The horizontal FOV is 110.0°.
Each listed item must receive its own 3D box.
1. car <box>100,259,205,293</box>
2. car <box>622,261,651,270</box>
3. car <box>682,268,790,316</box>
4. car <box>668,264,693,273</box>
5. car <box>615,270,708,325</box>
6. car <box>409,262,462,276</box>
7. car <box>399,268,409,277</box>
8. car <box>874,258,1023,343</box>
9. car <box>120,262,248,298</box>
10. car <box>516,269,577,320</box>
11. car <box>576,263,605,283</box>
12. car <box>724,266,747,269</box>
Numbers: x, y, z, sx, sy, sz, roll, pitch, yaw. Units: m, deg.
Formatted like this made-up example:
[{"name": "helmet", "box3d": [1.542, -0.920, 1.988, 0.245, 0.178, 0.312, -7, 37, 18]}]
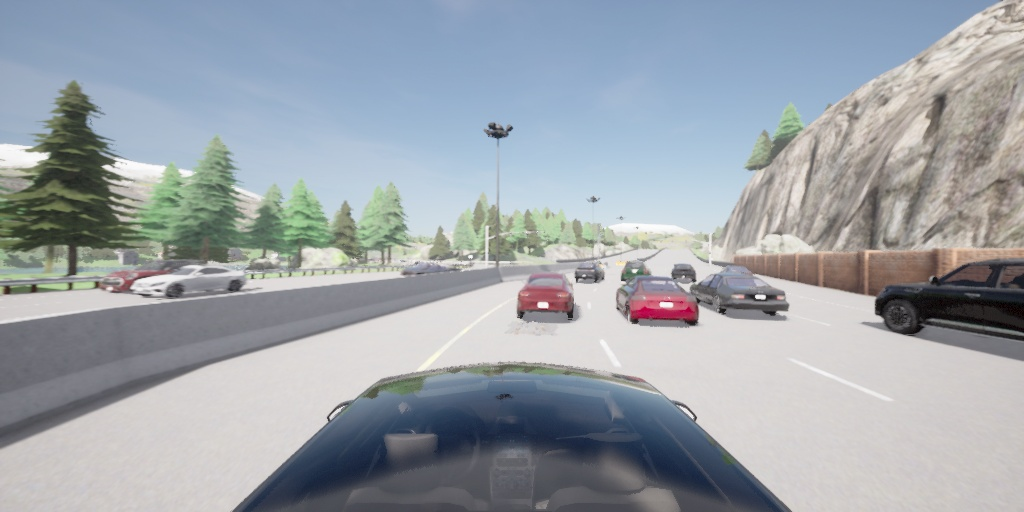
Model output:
[{"name": "car", "box3d": [-18.900, 0.993, 19.443, 2.097, 1.767, 4.553, 0, 0, 12]}, {"name": "car", "box3d": [10.118, 1.210, 29.186, 2.097, 1.767, 4.553, 0, 0, 23]}, {"name": "car", "box3d": [8.513, 1.373, 13.974, 2.033, 1.411, 5.357, 0, 0, 12]}, {"name": "car", "box3d": [14.342, 1.392, 30.165, 1.837, 1.490, 4.892, 0, 0, 24]}, {"name": "car", "box3d": [4.715, 1.361, 12.161, 1.994, 1.385, 4.181, 0, 0, 9]}, {"name": "car", "box3d": [-5.649, 1.346, 28.129, 1.895, 1.301, 4.718, 0, 0, 20]}, {"name": "car", "box3d": [-7.778, 1.284, 32.385, 2.033, 1.411, 5.357, 0, 0, 22]}, {"name": "car", "box3d": [11.077, 1.058, 7.629, 2.150, 2.045, 5.566, 0, 0, 5]}, {"name": "car", "box3d": [-15.675, 1.187, 17.806, 1.812, 1.442, 4.674, 0, 0, 11]}, {"name": "car", "box3d": [1.286, 1.300, 12.833, 1.812, 1.442, 4.674, 0, 0, 9]}, {"name": "car", "box3d": [6.427, 1.323, 29.481, 2.128, 1.511, 4.902, 0, 0, 23]}, {"name": "car", "box3d": [16.508, 1.446, 26.543, 2.033, 1.411, 5.357, 0, 0, 24]}]
